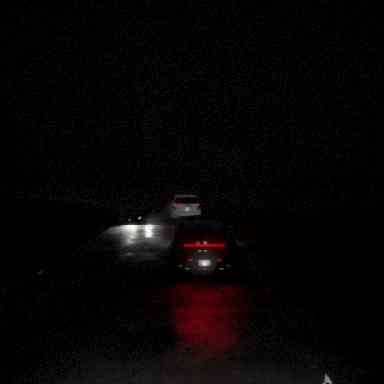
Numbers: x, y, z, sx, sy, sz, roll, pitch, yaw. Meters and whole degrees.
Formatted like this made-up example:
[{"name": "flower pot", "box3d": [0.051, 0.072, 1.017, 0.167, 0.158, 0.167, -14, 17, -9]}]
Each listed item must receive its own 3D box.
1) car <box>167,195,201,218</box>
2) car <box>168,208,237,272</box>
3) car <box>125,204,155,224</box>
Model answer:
[{"name": "car", "box3d": [-0.674, 1.219, 25.282, 2.150, 2.045, 5.566, 0, 0, -7]}, {"name": "car", "box3d": [0.314, 1.498, 10.707, 1.837, 1.490, 4.892, 0, 1, 0]}, {"name": "car", "box3d": [-3.777, 1.555, 24.428, 1.994, 1.385, 4.181, 0, 0, -8]}]
